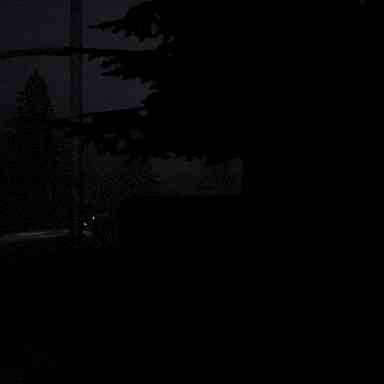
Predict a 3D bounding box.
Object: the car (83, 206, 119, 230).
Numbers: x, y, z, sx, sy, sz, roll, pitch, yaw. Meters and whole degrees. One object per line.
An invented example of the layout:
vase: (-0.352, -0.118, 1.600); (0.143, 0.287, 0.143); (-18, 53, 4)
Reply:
car: (-5.019, 1.586, 21.412); (1.895, 1.301, 4.718); (0, 0, 36)
